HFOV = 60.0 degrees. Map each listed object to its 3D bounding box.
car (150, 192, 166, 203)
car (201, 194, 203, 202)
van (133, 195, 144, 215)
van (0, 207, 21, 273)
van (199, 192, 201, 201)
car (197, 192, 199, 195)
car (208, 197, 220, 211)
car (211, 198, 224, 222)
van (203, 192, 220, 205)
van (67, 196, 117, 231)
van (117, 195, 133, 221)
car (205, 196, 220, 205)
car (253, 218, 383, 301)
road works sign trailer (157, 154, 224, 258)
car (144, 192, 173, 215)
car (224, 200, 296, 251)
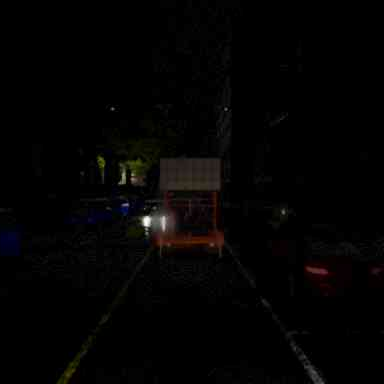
[{"bbox_3d":[-5.954,0.950,58.761,2.192,1.841,5.009,0,0,0],"label":"car"},{"bbox_3d":[2.625,1.259,47.523,1.887,1.381,4.507,0,0,0],"label":"car"},{"bbox_3d":[-5.817,1.165,30.472,1.690,1.788,3.998,0,0,0],"label":"van"},{"bbox_3d":[-5.707,1.298,7.841,1.690,1.788,3.998,0,0,0],"label":"van"},{"bbox_3d":[2.570,0.976,58.843,1.690,1.788,3.998,0,0,0],"label":"van"},{"bbox_3d":[2.543,1.160,64.504,1.947,1.339,4.313,0,0,0],"label":"car"},{"bbox_3d":[2.709,1.407,30.543,1.802,1.307,4.206,0,0,0],"label":"car"},{"bbox_3d":[2.736,1.404,24.882,1.887,1.381,4.507,0,0,0],"label":"car"},{"bbox_3d":[2.653,1.093,41.862,1.690,1.788,3.998,0,0,0],"label":"van"},{"bbox_3d":[-5.762,1.234,19.156,1.690,1.788,3.998,0,0,0],"label":"van"},{"bbox_3d":[-5.790,1.201,24.814,1.690,1.788,3.998,0,0,0],"label":"van"},{"bbox_3d":[2.681,1.371,36.203,1.802,1.307,4.206,0,0,0],"label":"car"},{"bbox_3d":[2.819,1.539,7.901,1.802,1.307,4.206,0,0,0],"label":"car"},{"bbox_3d":[-0.058,0.396,12.495,2.380,3.560,2.880,0,0,0],"label":"road works sign trailer"},{"bbox_3d":[-3.251,1.039,31.690,2.150,2.045,5.566,0,0,0],"label":"car"},{"bbox_3d":[2.790,1.241,13.560,2.192,1.841,5.009,0,0,0],"label":"car"}]
